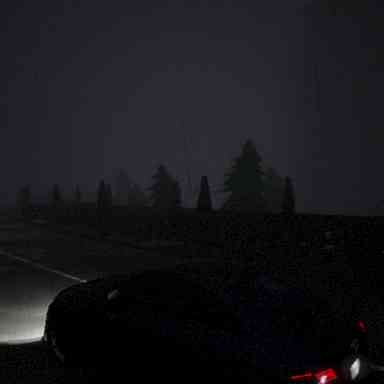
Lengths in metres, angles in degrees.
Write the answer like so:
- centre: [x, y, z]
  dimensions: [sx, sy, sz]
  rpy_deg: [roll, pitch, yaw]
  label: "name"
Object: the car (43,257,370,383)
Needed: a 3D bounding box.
- centre: [-0.080, 1.572, 4.286]
  dimensions: [4.181, 1.385, 1.994]
  rpy_deg: [0, 0, 38]
  label: "car"
